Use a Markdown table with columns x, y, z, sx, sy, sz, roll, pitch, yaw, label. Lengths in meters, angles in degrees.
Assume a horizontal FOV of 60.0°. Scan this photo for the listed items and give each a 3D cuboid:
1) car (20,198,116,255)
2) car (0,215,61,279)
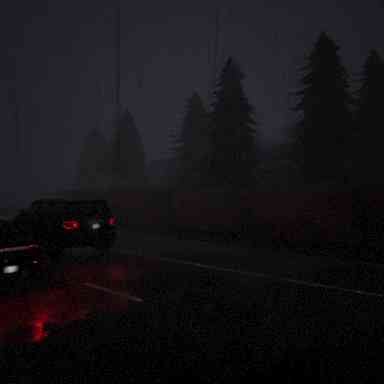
| x | y | z | sx | sy | sz | roll | pitch | yaw | label |
| --- | --- | --- | --- | --- | --- | --- | --- | --- | --- |
| -5.229 | 1.251 | 13.157 | 5.566 | 2.045 | 2.150 | 0 | 0 | 43 | car |
| -5.828 | 1.507 | 9.025 | 4.902 | 1.511 | 2.128 | 0 | 0 | 42 | car |
